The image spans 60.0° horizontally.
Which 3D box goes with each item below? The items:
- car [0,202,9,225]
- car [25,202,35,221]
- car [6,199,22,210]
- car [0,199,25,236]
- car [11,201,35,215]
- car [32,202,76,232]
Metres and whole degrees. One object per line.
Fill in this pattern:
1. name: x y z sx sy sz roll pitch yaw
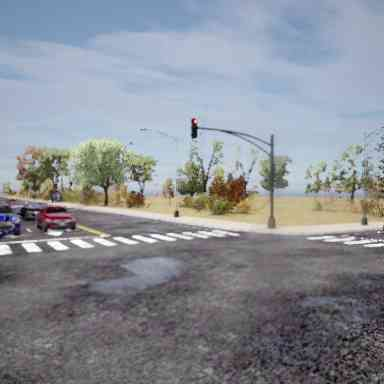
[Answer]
1. car: -15.543 1.592 25.914 1.882 1.535 5.008 0 0 -33
2. car: -13.821 1.635 29.257 2.128 1.511 4.902 0 0 -33
3. car: -25.899 1.740 48.291 1.812 1.442 4.674 0 -1 -32
4. car: -10.711 1.437 18.292 2.097 1.767 4.553 0 0 -31
5. car: -19.212 1.776 37.708 1.895 1.301 4.718 0 0 -33
6. car: -8.837 1.639 21.458 1.812 1.442 4.674 0 0 -33
